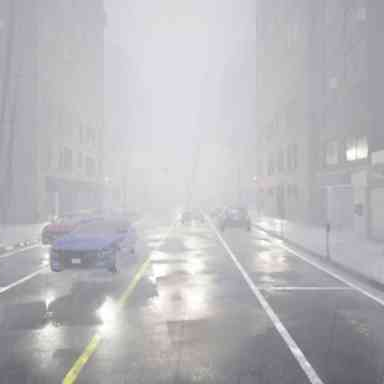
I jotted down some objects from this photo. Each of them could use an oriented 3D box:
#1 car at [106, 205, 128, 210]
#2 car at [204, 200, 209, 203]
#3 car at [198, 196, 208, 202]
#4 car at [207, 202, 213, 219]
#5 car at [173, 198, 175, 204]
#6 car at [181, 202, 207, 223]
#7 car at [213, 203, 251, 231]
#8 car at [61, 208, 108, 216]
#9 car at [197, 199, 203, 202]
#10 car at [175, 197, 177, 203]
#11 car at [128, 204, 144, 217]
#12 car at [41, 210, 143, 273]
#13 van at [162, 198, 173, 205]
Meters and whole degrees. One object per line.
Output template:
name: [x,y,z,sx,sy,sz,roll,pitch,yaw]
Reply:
car: [-5.847,1.775,22.127,1.887,1.381,4.507,0,-1,0]
car: [2.688,1.957,38.913,2.008,1.369,4.403,0,-1,0]
car: [2.848,2.217,73.562,1.967,1.590,4.097,0,-1,0]
car: [2.685,1.929,33.319,1.802,1.307,4.206,0,-1,0]
car: [-5.649,2.279,79.269,1.967,1.590,4.097,0,-1,0]
car: [0.079,1.819,28.157,1.812,1.442,4.674,0,-1,1]
car: [2.679,1.670,22.132,1.967,1.590,4.097,0,-1,0]
car: [-5.850,1.716,16.531,1.887,1.381,4.507,0,-1,0]
car: [0.037,1.936,39.215,1.812,1.442,4.674,0,0,1]
car: [-5.621,2.465,84.936,1.947,1.339,4.313,0,-1,0]
car: [-5.841,1.898,33.318,2.008,1.369,4.403,0,-1,0]
car: [-3.095,1.596,11.369,1.882,1.535,5.008,0,-1,0]
van: [-5.677,2.119,73.602,1.690,1.788,3.998,0,-1,0]
